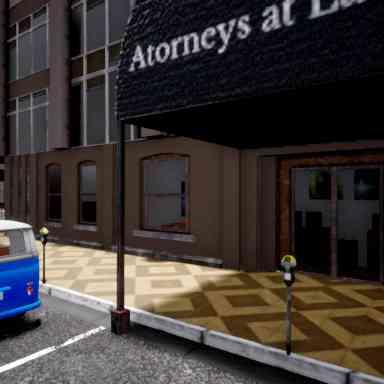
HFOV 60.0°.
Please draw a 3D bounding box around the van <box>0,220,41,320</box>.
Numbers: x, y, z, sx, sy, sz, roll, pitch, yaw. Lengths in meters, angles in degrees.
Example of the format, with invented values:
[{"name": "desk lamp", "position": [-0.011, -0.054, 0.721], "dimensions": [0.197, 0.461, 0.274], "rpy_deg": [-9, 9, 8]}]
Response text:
[{"name": "van", "position": [-4.455, 1.341, 6.043], "dimensions": [3.998, 1.788, 1.690], "rpy_deg": [0, 0, 35]}]
